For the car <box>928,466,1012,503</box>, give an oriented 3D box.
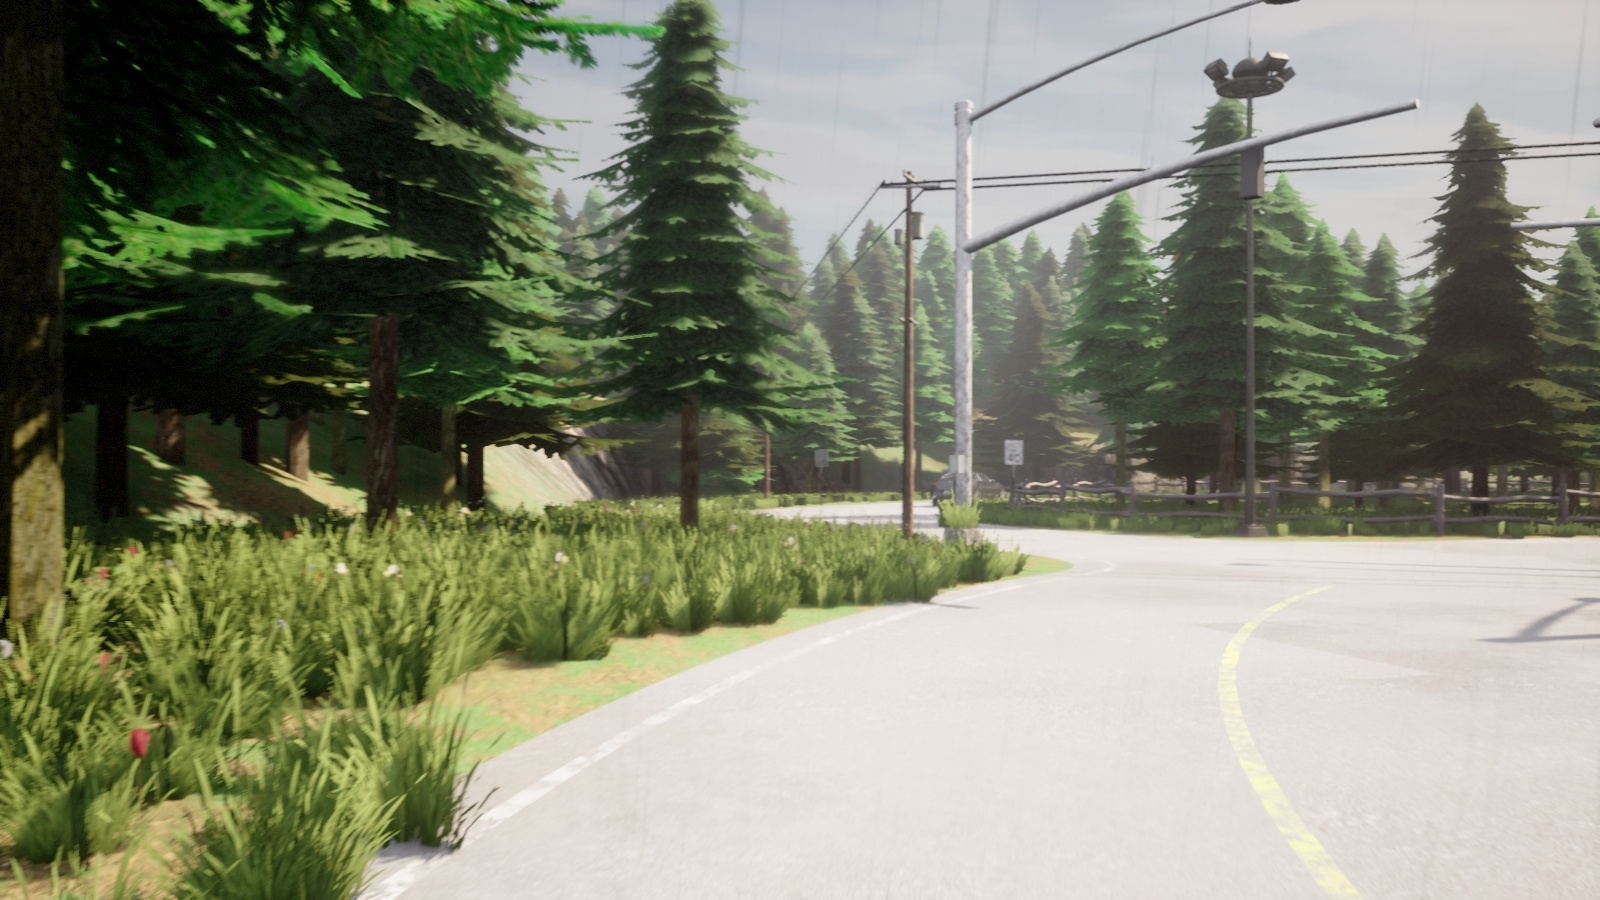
[{"bbox_3d":[7.945,1.575,58.316,2.152,1.651,5.027,-1,-1,30],"label":"car"}]
